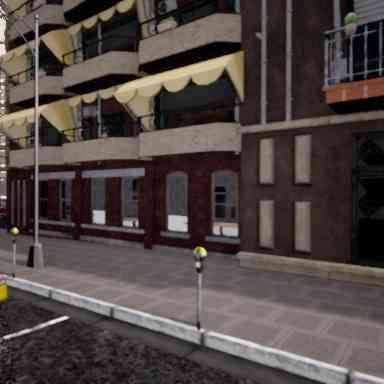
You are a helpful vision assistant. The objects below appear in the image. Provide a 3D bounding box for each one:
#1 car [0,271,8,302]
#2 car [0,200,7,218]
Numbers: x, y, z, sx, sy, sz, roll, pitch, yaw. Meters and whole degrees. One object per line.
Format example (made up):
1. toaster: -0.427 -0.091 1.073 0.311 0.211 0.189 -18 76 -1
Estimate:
1. car: -5.678 1.605 6.910 4.829 1.417 1.752 -1 0 36
2. car: -18.548 1.657 31.512 2.192 1.841 5.009 0 0 36
